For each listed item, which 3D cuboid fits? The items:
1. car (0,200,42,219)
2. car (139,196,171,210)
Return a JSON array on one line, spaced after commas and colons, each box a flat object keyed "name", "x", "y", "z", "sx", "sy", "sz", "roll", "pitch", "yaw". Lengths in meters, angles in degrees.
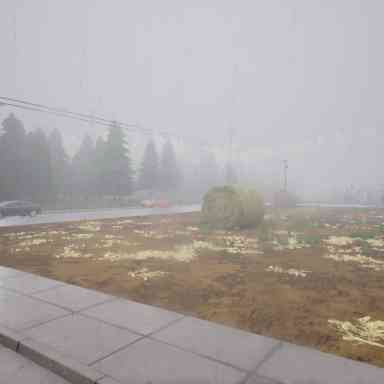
[{"name": "car", "x": -15.743, "y": 1.531, "z": 29.111, "sx": 1.837, "sy": 1.490, "sz": 4.892, "roll": 0, "pitch": 0, "yaw": 37}, {"name": "car", "x": -4.841, "y": 1.379, "z": 43.792, "sx": 2.097, "sy": 1.767, "sz": 4.553, "roll": 0, "pitch": 0, "yaw": 37}]
